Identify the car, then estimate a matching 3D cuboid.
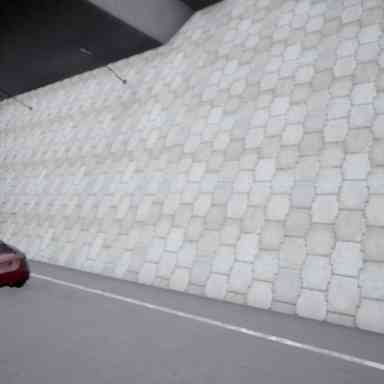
[{"bbox_3d":[-5.840,1.591,8.151,4.181,1.385,1.994,0,0,35],"label":"car"}]
